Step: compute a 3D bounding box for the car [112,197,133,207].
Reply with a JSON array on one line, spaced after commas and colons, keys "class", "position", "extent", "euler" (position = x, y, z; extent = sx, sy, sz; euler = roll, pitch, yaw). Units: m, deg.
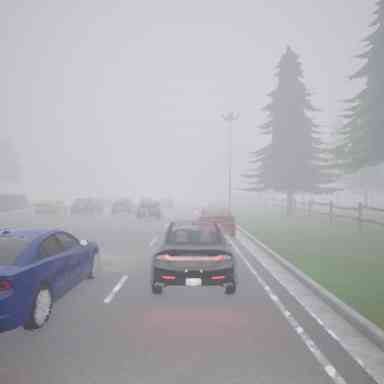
[{"class": "car", "position": [-10.423, 1.472, 50.329], "extent": [2.128, 1.511, 4.902], "euler": [0, 0, 0]}]

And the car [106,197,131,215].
[{"class": "car", "position": [-6.916, 1.478, 34.077], "extent": [2.128, 1.511, 4.902], "euler": [0, 0, 0]}]

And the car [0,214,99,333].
[{"class": "car", "position": [-3.403, 1.475, 6.925], "extent": [1.882, 1.535, 5.008], "euler": [0, 0, 0]}]

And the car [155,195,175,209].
[{"class": "car", "position": [-3.420, 1.530, 45.046], "extent": [2.033, 1.411, 5.357], "euler": [0, 0, 0]}]

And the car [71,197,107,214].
[{"class": "car", "position": [-10.416, 1.339, 33.306], "extent": [2.097, 1.767, 4.553], "euler": [0, 0, 0]}]

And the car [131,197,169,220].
[{"class": "car", "position": [-3.414, 1.481, 27.757], "extent": [2.128, 1.511, 4.902], "euler": [0, 0, 0]}]

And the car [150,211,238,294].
[{"class": "car", "position": [0.048, 1.488, 8.733], "extent": [2.128, 1.511, 4.902], "euler": [0, 0, 0]}]

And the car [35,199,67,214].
[{"class": "car", "position": [-14.293, 1.464, 33.963], "extent": [1.882, 1.535, 5.008], "euler": [0, 0, -4]}]

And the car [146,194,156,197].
[{"class": "car", "position": [-6.924, 1.485, 50.442], "extent": [1.837, 1.490, 4.892], "euler": [0, 0, 0]}]

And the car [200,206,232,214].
[{"class": "car", "position": [1.216, 1.471, 18.075], "extent": [1.882, 1.535, 5.008], "euler": [0, 0, 0]}]
